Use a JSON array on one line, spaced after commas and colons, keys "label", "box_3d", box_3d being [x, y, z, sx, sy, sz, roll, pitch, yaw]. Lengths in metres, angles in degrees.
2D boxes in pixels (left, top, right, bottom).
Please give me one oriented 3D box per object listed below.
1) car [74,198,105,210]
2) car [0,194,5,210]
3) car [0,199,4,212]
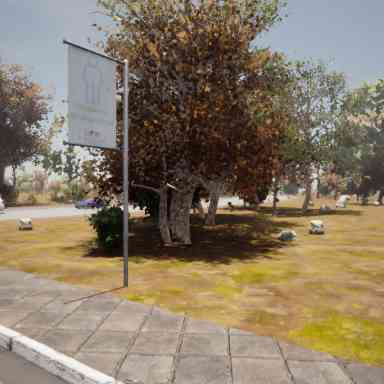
[{"label": "car", "box_3d": [-12.975, 1.504, 43.251, 1.812, 1.442, 4.674, 0, 0, 38]}, {"label": "car", "box_3d": [-21.435, 1.221, 32.592, 2.150, 2.045, 5.566, 0, 0, 39]}, {"label": "car", "box_3d": [-23.303, 1.504, 35.864, 1.837, 1.490, 4.892, 0, 0, 39]}]
